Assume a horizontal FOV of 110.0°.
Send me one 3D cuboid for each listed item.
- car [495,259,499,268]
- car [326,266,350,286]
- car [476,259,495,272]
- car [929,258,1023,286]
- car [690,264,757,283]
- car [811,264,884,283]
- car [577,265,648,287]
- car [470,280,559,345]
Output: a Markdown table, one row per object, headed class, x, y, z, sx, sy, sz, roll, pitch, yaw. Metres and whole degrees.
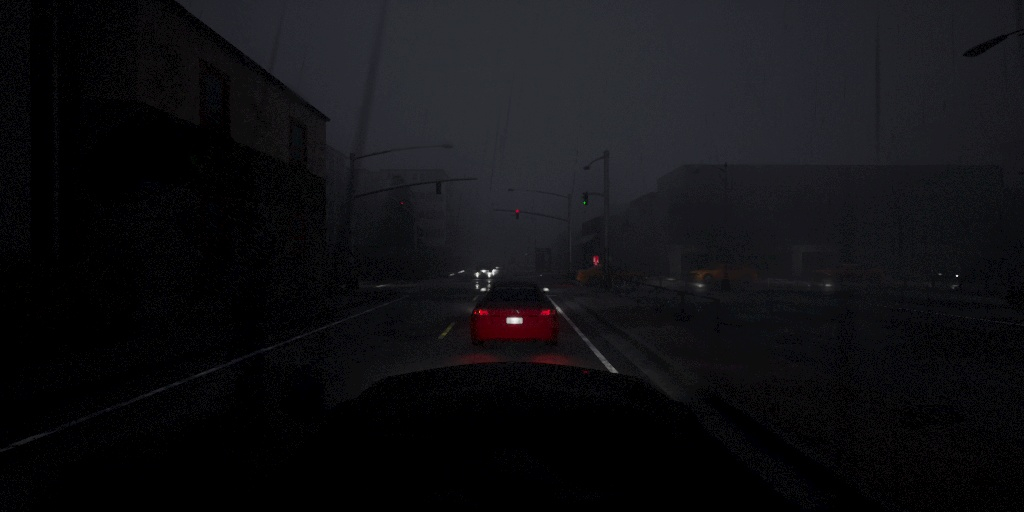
| class | x | y | z | sx | sy | sz | roll | pitch | yaw |
| --- | --- | --- | --- | --- | --- | --- | --- | --- | --- |
| car | -3.520 | 1.351 | 56.377 | 1.895 | 1.301 | 4.718 | 0 | 0 | 0 |
| car | -13.944 | 1.418 | 25.786 | 4.902 | 1.511 | 2.128 | 0 | 0 | 0 |
| car | -3.543 | 1.276 | 46.343 | 1.812 | 1.442 | 4.674 | 0 | 0 | 0 |
| car | 38.045 | 1.148 | 29.531 | 5.566 | 2.045 | 2.150 | 0 | 0 | 0 |
| car | 17.330 | 1.404 | 29.529 | 5.008 | 1.535 | 1.882 | 0 | 0 | 0 |
| car | 27.555 | 1.404 | 29.538 | 5.008 | 1.535 | 1.882 | 0 | 0 | 0 |
| car | 7.211 | 1.402 | 25.821 | 5.008 | 1.535 | 1.882 | 0 | 0 | 0 |
| car | 0.072 | 1.314 | 9.472 | 1.994 | 1.385 | 4.181 | 0 | 0 | 0 |
